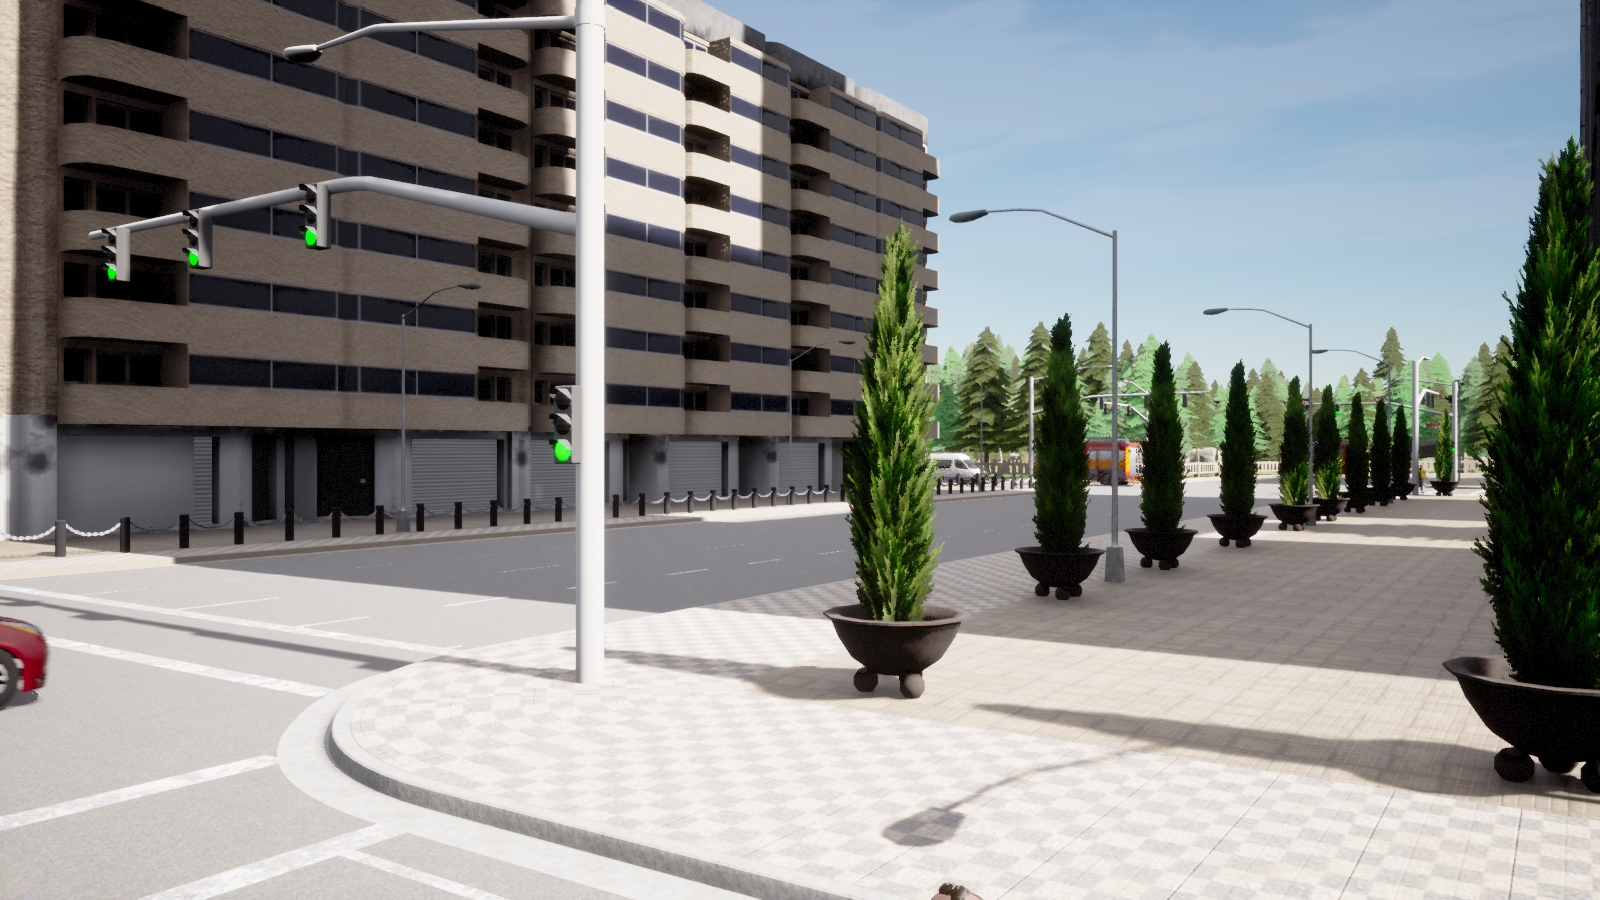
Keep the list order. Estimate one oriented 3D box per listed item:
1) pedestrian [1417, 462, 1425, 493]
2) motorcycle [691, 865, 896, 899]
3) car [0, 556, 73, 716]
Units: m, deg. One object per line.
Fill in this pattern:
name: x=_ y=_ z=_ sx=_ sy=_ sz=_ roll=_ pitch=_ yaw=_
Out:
pedestrian: x=37.638 y=1.686 z=69.200 sx=0.375 sy=1.860 sz=0.375 roll=0 pitch=0 yaw=35
motorcycle: x=0.516 y=2.205 z=3.364 sx=2.209 sy=1.251 sz=0.867 roll=0 pitch=0 yaw=34
car: x=-10.017 y=2.009 z=11.146 sx=2.007 sy=1.525 sz=4.514 roll=0 pitch=0 yaw=33
